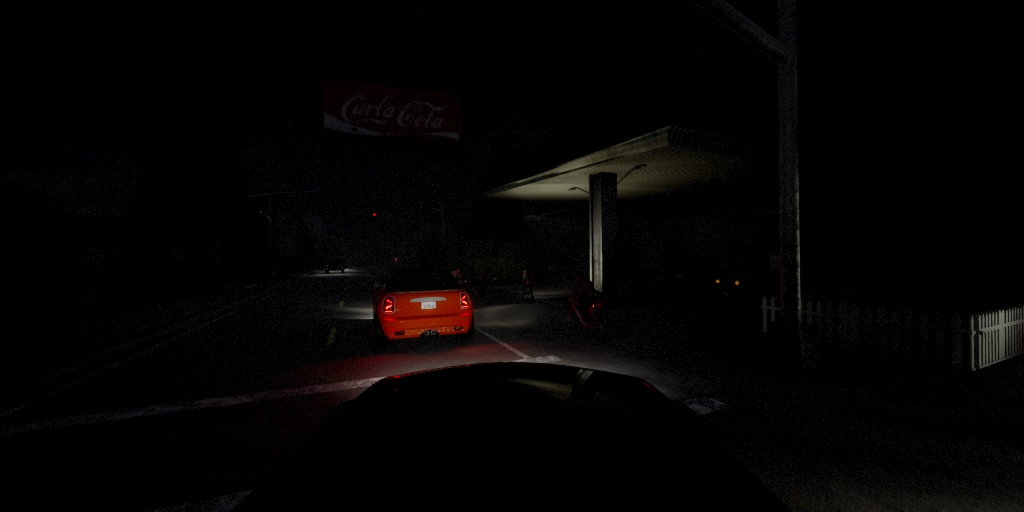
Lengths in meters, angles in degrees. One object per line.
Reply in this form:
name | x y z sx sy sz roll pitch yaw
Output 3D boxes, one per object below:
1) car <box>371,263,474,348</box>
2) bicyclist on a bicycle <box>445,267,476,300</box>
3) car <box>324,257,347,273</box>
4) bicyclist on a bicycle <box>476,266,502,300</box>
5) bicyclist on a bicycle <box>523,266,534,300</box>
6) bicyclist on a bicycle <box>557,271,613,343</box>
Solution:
car | -2.527 1.057 9.444 2.097 1.767 4.553 -1 0 -22
bicyclist on a bicycle | -2.595 1.318 16.371 1.656 1.620 0.582 1 0 37
car | -23.614 1.211 47.848 2.150 2.045 5.566 -1 0 -25
bicyclist on a bicycle | -1.285 1.344 17.750 1.656 1.620 0.582 0 0 -21
bicyclist on a bicycle | 0.824 1.332 17.861 0.582 1.620 1.656 -1 0 16
bicyclist on a bicycle | 1.719 1.199 8.651 0.582 1.620 1.656 3 -2 -42
